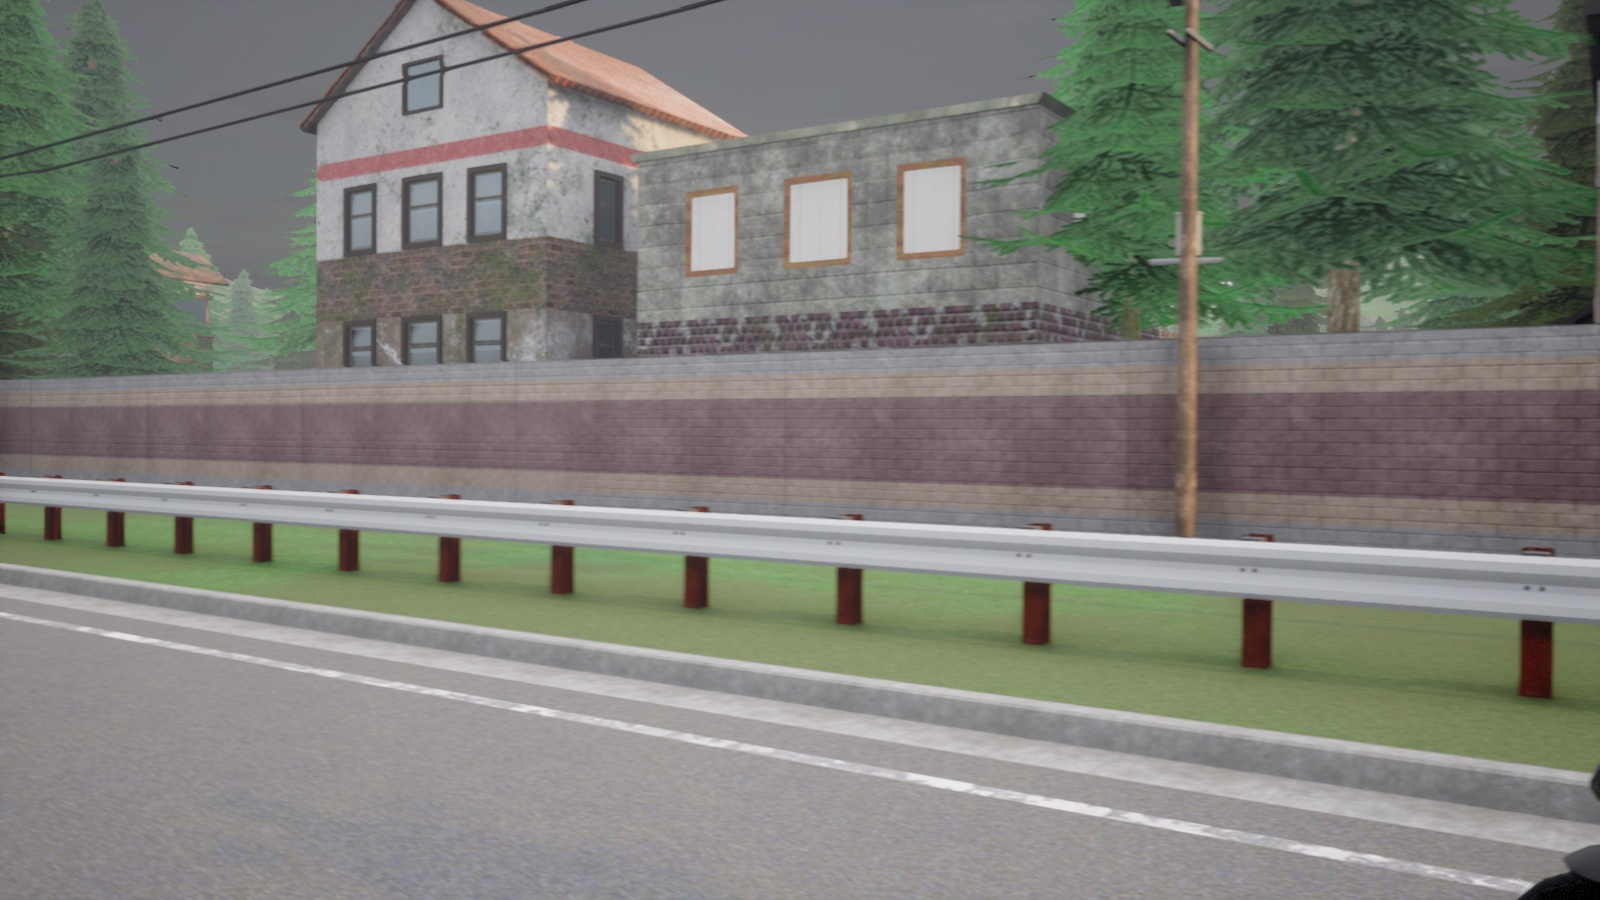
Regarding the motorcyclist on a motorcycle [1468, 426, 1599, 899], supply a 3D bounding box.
[{"bbox_3d":[2.374,0.716,2.047,2.191,1.530,0.866,0,1,34],"label":"motorcyclist on a motorcycle"}]
